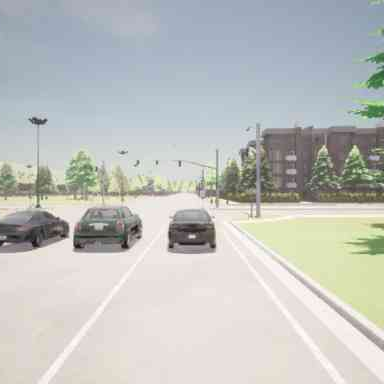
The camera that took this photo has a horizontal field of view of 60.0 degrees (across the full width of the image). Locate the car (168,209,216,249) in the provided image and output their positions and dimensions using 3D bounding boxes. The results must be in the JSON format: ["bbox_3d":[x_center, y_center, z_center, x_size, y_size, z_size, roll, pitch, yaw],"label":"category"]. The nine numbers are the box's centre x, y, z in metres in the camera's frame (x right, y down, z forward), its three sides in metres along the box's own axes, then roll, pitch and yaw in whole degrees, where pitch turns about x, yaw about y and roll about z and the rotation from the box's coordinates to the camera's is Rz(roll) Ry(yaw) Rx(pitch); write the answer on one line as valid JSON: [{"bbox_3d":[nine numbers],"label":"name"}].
[{"bbox_3d":[0.000,1.482,14.650,1.882,1.535,5.008,0,0,0],"label":"car"}]

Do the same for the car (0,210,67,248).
[{"bbox_3d":[-7.000,1.530,14.650,1.812,1.442,4.674,0,0,0],"label":"car"}]

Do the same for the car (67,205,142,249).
[{"bbox_3d":[-3.500,1.363,14.620,2.097,1.767,4.553,0,0,0],"label":"car"}]
